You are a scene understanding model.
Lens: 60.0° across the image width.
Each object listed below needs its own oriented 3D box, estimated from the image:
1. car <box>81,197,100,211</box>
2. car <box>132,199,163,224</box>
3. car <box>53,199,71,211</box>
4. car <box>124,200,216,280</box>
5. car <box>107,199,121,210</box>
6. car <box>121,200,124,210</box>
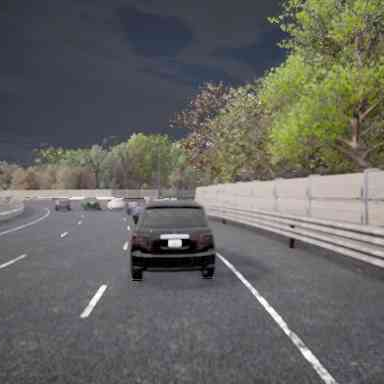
[{"bbox_3d":[-13.888,1.549,45.284,2.097,1.767,4.553,0,0,-25],"label":"car"},{"bbox_3d":[-3.674,1.463,26.862,2.097,1.767,4.553,0,0,-13],"label":"car"},{"bbox_3d":[-17.453,1.689,44.677,2.128,1.511,4.902,0,0,-25],"label":"car"},{"bbox_3d":[-0.669,1.266,10.281,2.150,2.045,5.566,0,0,-6],"label":"car"},{"bbox_3d":[-10.664,1.725,46.687,1.812,1.442,4.674,0,0,-25],"label":"car"},{"bbox_3d":[-6.288,1.678,36.106,1.812,1.442,4.674,0,0,-16],"label":"car"}]
